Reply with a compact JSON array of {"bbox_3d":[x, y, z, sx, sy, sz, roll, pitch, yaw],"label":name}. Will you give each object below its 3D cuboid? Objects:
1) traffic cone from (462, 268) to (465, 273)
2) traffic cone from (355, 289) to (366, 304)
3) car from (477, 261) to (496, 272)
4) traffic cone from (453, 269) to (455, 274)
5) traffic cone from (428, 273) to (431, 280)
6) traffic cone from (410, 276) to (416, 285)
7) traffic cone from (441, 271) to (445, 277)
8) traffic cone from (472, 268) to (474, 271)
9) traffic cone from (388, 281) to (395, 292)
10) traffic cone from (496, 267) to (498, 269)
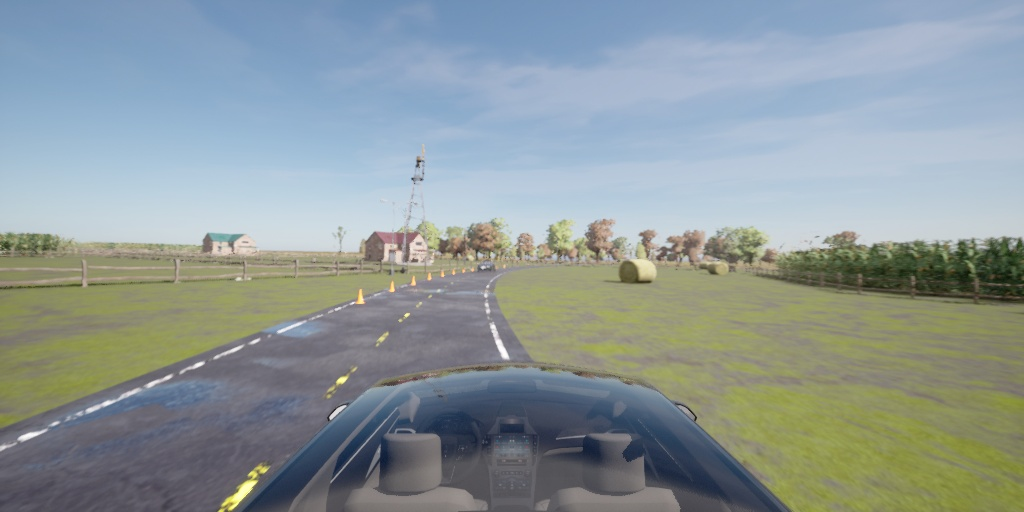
[{"bbox_3d":[-6.111,1.795,45.309,0.340,0.580,0.340,0,0,6],"label":"traffic cone"},{"bbox_3d":[-6.300,1.666,14.883,0.340,0.580,0.340,0,0,-5],"label":"traffic cone"},{"bbox_3d":[-3.410,1.381,48.286,2.128,1.511,4.902,1,0,7],"label":"car"},{"bbox_3d":[-6.547,1.762,40.250,0.340,0.580,0.340,0,0,4],"label":"traffic cone"},{"bbox_3d":[-6.934,1.713,30.101,0.340,0.580,0.340,0,0,0],"label":"traffic cone"},{"bbox_3d":[-6.884,1.695,25.022,0.340,0.580,0.340,0,0,-1],"label":"traffic cone"},{"bbox_3d":[-6.821,1.735,35.178,0.340,0.580,0.340,0,0,2],"label":"traffic cone"},{"bbox_3d":[-5.513,1.835,50.354,0.340,0.580,0.340,0,0,8],"label":"traffic cone"},{"bbox_3d":[-6.673,1.679,19.948,0.340,0.580,0.340,0,0,-3],"label":"traffic cone"},{"bbox_3d":[-2.761,1.985,65.334,0.340,0.580,0.340,0,0,13],"label":"traffic cone"}]
